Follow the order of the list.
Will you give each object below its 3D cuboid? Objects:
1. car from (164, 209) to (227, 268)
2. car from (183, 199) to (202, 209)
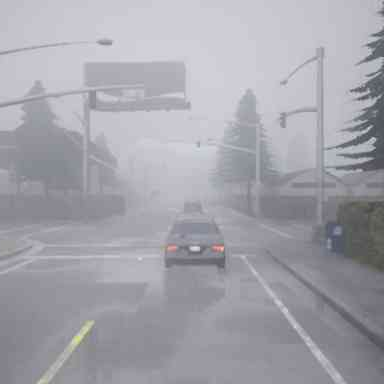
[{"bbox_3d":[0.122,1.542,11.266,2.033,1.411,5.357,0,0,1],"label":"car"},{"bbox_3d":[0.098,1.473,35.540,1.882,1.535,5.008,0,-1,0],"label":"car"}]
